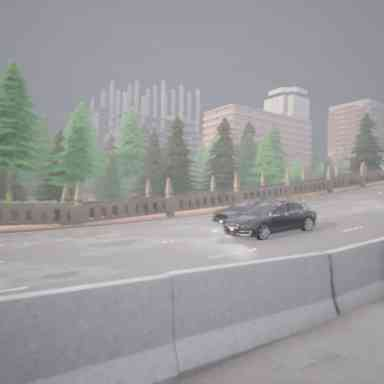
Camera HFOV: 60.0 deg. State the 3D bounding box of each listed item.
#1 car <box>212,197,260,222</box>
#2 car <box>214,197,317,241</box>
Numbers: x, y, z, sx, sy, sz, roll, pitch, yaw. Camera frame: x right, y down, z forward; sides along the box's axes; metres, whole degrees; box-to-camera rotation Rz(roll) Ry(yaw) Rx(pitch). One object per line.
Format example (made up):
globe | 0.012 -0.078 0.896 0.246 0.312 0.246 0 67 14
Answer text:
car | 3.733 1.039 19.303 5.357 1.411 2.033 -4 3 -34
car | 3.614 1.157 14.977 4.892 1.490 1.837 -3 2 -34
